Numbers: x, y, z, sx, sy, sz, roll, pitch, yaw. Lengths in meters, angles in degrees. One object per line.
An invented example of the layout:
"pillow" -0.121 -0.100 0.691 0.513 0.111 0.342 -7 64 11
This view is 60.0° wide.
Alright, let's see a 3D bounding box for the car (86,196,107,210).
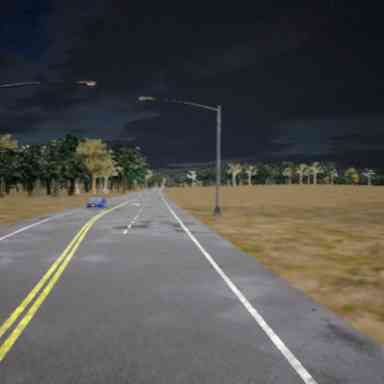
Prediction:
"car" -11.431 1.286 40.110 1.882 1.535 5.008 1 0 -6
